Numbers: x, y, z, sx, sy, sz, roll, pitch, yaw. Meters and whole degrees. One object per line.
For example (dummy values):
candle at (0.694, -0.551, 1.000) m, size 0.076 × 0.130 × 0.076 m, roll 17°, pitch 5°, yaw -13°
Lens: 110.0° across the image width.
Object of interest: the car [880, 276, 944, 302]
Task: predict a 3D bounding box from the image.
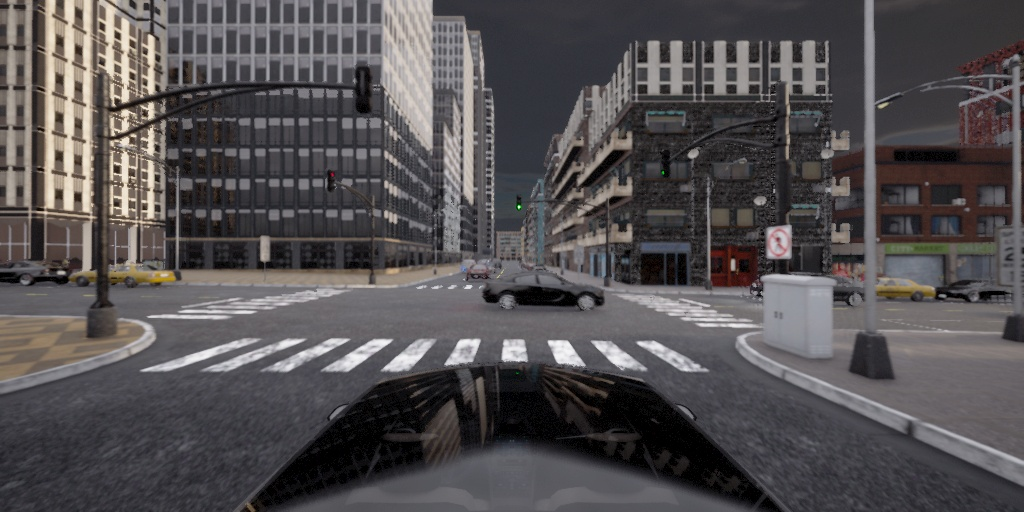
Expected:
car at (21.372, 1.831, 20.695) m, size 4.829 × 1.417 × 1.751 m, roll 0°, pitch 0°, yaw -1°

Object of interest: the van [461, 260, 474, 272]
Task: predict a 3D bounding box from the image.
van at (-5.673, 1.414, 46.817) m, size 1.690 × 1.789 × 3.998 m, roll 0°, pitch 0°, yaw 0°

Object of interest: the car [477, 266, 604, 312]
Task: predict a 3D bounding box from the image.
car at (1.261, 1.378, 14.790) m, size 5.008 × 1.535 × 1.882 m, roll 1°, pitch 0°, yaw -1°

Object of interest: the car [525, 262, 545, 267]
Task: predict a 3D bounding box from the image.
car at (2.704, 1.567, 36.849) m, size 1.948 × 1.339 × 4.313 m, roll 0°, pitch 0°, yaw 0°

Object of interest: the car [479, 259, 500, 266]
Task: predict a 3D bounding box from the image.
car at (-3.065, 1.573, 47.982) m, size 2.128 × 1.511 × 4.902 m, roll 0°, pitch 0°, yaw 0°

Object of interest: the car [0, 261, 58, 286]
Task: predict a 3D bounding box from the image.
car at (-27.482, 0.946, 20.168) m, size 4.313 × 1.339 × 1.948 m, roll 0°, pitch 0°, yaw -1°

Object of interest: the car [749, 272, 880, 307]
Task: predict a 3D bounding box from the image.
car at (15.040, 1.675, 18.038) m, size 4.892 × 1.490 × 1.837 m, roll 1°, pitch 0°, yaw -1°

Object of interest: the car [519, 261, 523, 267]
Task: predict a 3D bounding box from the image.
car at (2.714, 1.749, 63.778) m, size 2.007 × 1.370 × 4.403 m, roll 0°, pitch 0°, yaw 0°

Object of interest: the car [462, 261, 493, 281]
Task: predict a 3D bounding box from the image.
car at (-3.081, 1.451, 33.020) m, size 1.882 × 1.535 × 5.008 m, roll 0°, pitch 0°, yaw 0°

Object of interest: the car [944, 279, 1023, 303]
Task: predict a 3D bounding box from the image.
car at (27.065, 1.976, 20.757) m, size 4.313 × 1.339 × 1.948 m, roll 0°, pitch 0°, yaw -1°

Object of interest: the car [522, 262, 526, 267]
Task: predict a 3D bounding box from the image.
car at (2.707, 1.618, 46.815) m, size 1.888 × 1.381 × 4.507 m, roll 0°, pitch 0°, yaw 0°

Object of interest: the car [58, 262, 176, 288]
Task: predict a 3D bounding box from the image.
car at (-22.037, 1.011, 20.314) m, size 4.829 × 1.417 × 1.751 m, roll 0°, pitch 0°, yaw -1°
